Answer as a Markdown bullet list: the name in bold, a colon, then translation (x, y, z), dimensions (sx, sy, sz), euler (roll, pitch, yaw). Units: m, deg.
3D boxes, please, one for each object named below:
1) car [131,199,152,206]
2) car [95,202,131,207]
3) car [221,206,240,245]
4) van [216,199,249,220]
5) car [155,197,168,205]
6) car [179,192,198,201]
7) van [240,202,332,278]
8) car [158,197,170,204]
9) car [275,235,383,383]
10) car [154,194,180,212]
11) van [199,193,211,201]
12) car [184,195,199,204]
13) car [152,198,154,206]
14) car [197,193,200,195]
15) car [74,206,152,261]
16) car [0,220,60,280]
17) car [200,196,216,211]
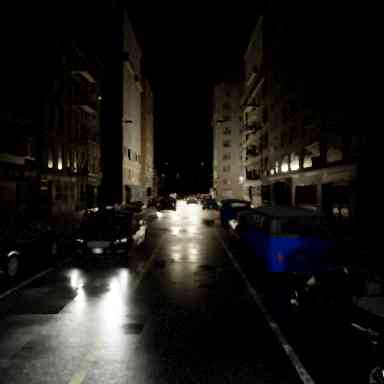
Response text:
- **car**: translation (-5.379, 1.556, 31.880), dimensions (2.008, 1.369, 4.403), euler (0, 0, 0)
- **car**: translation (-5.382, 1.440, 20.858), dimensions (1.967, 1.590, 4.097), euler (0, 0, 0)
- **car**: translation (2.642, 1.550, 15.346), dimensions (2.008, 1.369, 4.403), euler (0, 0, 0)
- **van**: translation (2.643, 1.342, 20.856), dimensions (1.690, 1.788, 3.998), euler (0, 0, 0)
- **car**: translation (-5.370, 1.564, 59.436), dimensions (1.887, 1.381, 4.507), euler (0, 0, 0)
- **car**: translation (0.020, 1.452, 76.462), dimensions (2.128, 1.511, 4.902), euler (0, 0, 43)
- **van**: translation (2.640, 1.339, 9.835), dimensions (1.690, 1.788, 3.998), euler (0, 0, 0)
- **car**: translation (-5.368, 1.587, 64.946), dimensions (1.947, 1.339, 4.313), euler (0, 0, 0)
- **car**: translation (2.638, 1.565, 4.324), dimensions (1.947, 1.339, 4.313), euler (0, 0, 0)
- **car**: translation (-2.831, 1.362, 38.375), dimensions (2.097, 1.767, 4.553), euler (0, 0, 0)
- **van**: translation (2.655, 1.361, 59.433), dimensions (1.690, 1.788, 3.998), euler (0, 0, 0)
- **car**: translation (0.029, 1.621, 61.379), dimensions (1.895, 1.301, 4.718), euler (0, 0, 0)
- **car**: translation (-5.373, 1.597, 48.413), dimensions (1.802, 1.307, 4.206), euler (0, 0, 0)
- **car**: translation (2.657, 1.337, 64.944), dimensions (2.192, 1.841, 5.009), euler (0, 0, 0)
- **car**: translation (-2.806, 1.490, 12.384), dimensions (2.128, 1.511, 4.902), euler (0, 0, 0)
- **car**: translation (-5.385, 1.548, 9.837), dimensions (2.008, 1.369, 4.403), euler (0, 0, 0)
- **car**: translation (2.239, 1.537, 41.760), dimensions (1.812, 1.442, 4.674), euler (0, 0, 0)
